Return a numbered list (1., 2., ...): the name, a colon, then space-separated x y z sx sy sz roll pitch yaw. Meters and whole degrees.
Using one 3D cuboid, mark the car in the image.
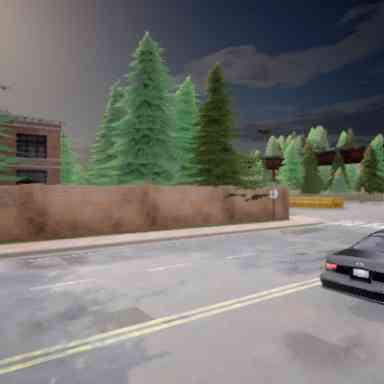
1. car: 5.121 1.506 7.475 5.357 1.411 2.033 0 0 -35
